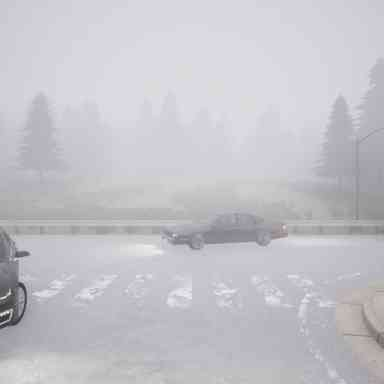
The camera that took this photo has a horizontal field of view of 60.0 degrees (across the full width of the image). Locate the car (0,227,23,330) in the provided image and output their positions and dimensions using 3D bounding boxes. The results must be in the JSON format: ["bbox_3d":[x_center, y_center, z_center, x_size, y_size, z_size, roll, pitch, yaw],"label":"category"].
[{"bbox_3d":[-4.457,1.505,6.571,1.837,1.490,4.892,0,0,-28],"label":"car"}]

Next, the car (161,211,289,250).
[{"bbox_3d":[1.460,1.547,14.211,5.357,1.411,2.033,0,0,-20],"label":"car"}]

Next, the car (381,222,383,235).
[{"bbox_3d":[11.239,1.491,15.089,4.902,1.511,2.128,0,0,0],"label":"car"}]
